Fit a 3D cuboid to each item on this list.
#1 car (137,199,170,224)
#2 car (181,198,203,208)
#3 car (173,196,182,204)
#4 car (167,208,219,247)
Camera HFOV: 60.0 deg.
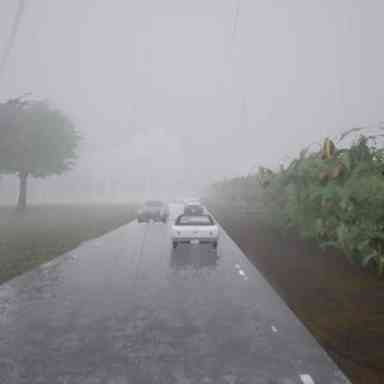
[{"bbox_3d":[-2.817,1.367,25.116,2.097,1.767,4.553,0,0,0],"label":"car"},{"bbox_3d":[0.143,1.550,32.707,1.812,1.442,4.674,0,0,0],"label":"car"},{"bbox_3d":[-2.677,1.615,66.541,2.128,1.511,4.902,0,0,0],"label":"car"},{"bbox_3d":[0.117,1.608,14.927,1.895,1.301,4.718,0,0,0],"label":"car"}]
